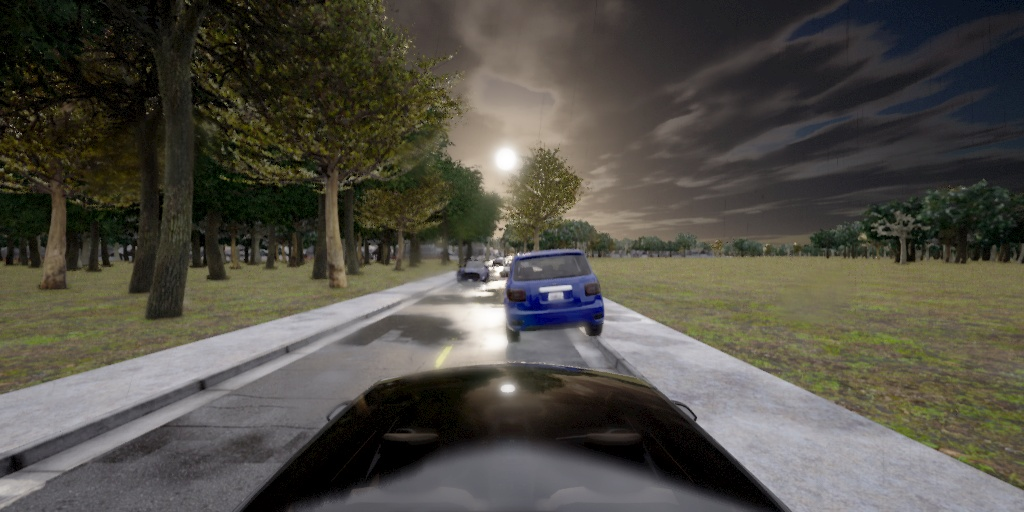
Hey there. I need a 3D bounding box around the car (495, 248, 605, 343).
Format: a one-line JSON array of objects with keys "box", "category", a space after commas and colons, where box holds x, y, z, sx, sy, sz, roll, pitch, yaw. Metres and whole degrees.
[{"box": [0.882, 0.889, 9.770, 2.150, 2.045, 5.566, -5, 0, 0], "category": "car"}]

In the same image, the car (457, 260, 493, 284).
[{"box": [-2.819, 1.076, 26.769, 2.097, 1.767, 4.553, 0, 0, 0], "category": "car"}]

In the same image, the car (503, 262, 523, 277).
[{"box": [0.108, 1.315, 35.858, 1.895, 1.301, 4.718, 0, 0, 0], "category": "car"}]
